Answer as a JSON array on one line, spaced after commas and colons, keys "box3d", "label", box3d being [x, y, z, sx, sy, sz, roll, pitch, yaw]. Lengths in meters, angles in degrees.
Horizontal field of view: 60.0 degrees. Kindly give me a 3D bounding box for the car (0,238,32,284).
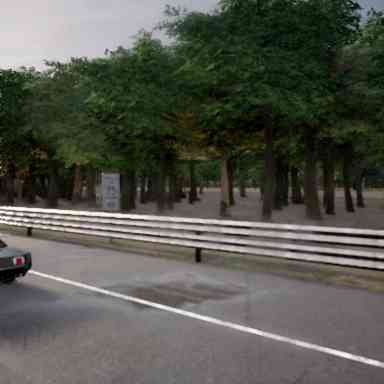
[{"box3d": [-6.050, 1.556, 8.201, 4.718, 1.301, 1.895, 0, 0, 35], "label": "car"}]
